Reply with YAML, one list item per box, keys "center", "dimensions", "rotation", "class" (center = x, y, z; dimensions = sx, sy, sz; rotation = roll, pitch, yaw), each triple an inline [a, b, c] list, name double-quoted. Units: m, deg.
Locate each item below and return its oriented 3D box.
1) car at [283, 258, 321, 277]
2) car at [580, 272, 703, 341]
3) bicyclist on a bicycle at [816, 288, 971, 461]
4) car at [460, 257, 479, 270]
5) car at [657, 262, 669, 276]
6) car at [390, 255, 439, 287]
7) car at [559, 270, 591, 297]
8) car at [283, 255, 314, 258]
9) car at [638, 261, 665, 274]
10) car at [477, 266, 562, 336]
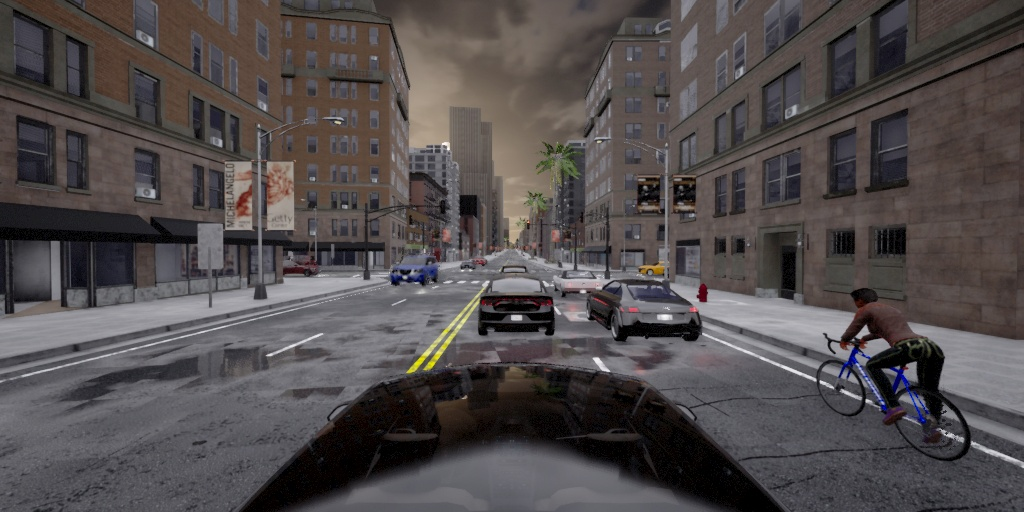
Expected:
- center: [-20.410, 1.143, 33.472]
  dimensions: [4.674, 1.442, 1.812]
  rotation: [0, 1, -9]
  class: "car"
- center: [3.349, 1.312, 9.861]
  dimensions: [1.994, 1.385, 4.181]
  rotation: [0, 0, 0]
  class: "car"
- center: [4.148, 1.202, 4.063]
  dimensions: [0.582, 1.620, 1.656]
  rotation: [0, 0, 0]
  class: "bicyclist on a bicycle"
- center: [-6.524, 1.301, 53.690]
  dimensions: [1.994, 1.385, 4.181]
  rotation: [0, 0, 0]
  class: "car"
- center: [16.251, 1.508, 33.250]
  dimensions: [4.313, 1.339, 1.948]
  rotation: [0, 0, 0]
  class: "car"
- center: [-6.575, 0.961, 24.879]
  dimensions: [2.150, 2.045, 5.566]
  rotation: [0, 0, 1]
  class: "car"
- center: [3.273, 1.346, 18.675]
  dimensions: [1.895, 1.301, 4.718]
  rotation: [0, 0, 0]
  class: "car"
- center: [-23.844, 0.830, 38.800]
  dimensions: [5.009, 1.841, 2.192]
  rotation: [0, 0, -8]
  class: "car"
- center: [16.375, 1.335, 39.194]
  dimensions: [5.008, 1.535, 1.882]
  rotation: [0, 1, 0]
  class: "car"
- center: [0.111, 1.225, 10.468]
  dimensions: [1.882, 1.535, 5.008]
  rotation: [0, 0, 0]
  class: "car"
